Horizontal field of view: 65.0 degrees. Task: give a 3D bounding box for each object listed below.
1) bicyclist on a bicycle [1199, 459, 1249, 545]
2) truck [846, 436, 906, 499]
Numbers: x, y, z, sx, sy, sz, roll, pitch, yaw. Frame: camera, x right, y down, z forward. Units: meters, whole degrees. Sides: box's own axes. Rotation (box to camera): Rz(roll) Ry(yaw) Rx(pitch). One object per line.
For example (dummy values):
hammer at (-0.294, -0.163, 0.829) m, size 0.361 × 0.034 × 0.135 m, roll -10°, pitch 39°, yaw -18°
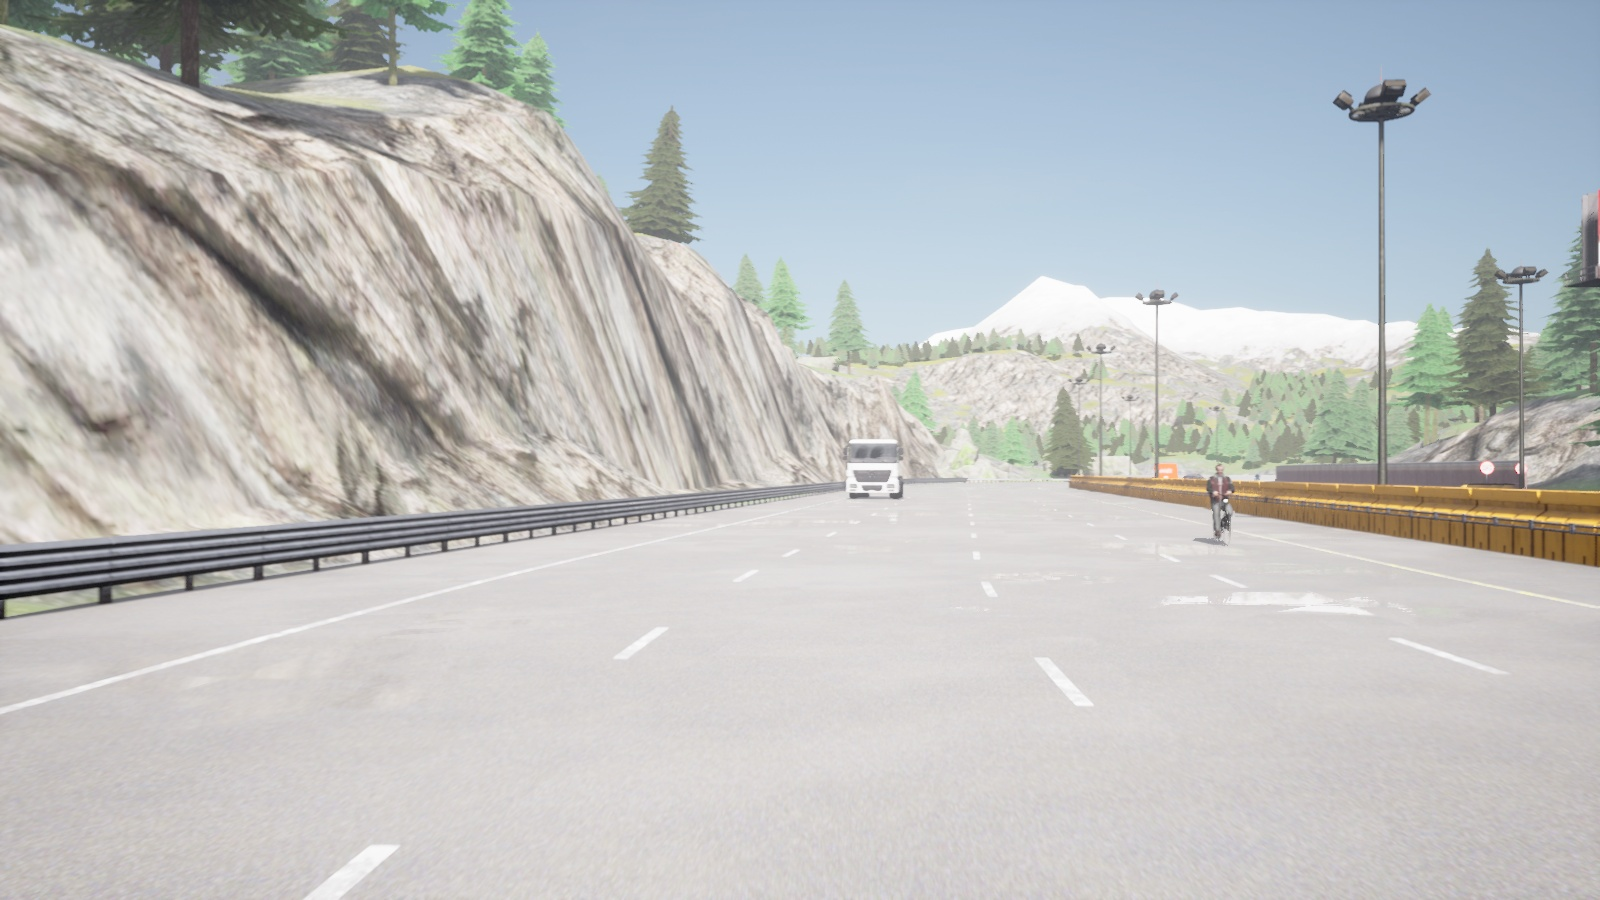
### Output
bicyclist on a bicycle at (9.065, 1.102, 26.919) m, size 0.659 × 1.776 × 1.843 m, roll 0°, pitch -1°, yaw 8°
truck at (4.503, 1.036, 72.864) m, size 2.891 × 3.462 × 7.936 m, roll 0°, pitch -1°, yaw 7°
